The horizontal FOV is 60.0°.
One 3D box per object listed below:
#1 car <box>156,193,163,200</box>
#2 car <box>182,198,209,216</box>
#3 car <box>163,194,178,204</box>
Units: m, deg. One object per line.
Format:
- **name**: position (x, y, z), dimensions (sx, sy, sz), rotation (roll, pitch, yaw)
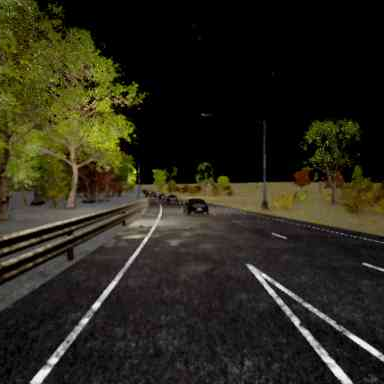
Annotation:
- **car**: position (-6.971, 1.098, 78.523), dimensions (1.812, 1.442, 4.674), rotation (0, 0, -9)
- **car**: position (0.264, 1.327, 31.020), dimensions (1.882, 1.535, 5.008), rotation (0, 0, -9)
- **car**: position (-3.341, 1.224, 54.668), dimensions (1.837, 1.490, 4.892), rotation (0, 0, -9)
